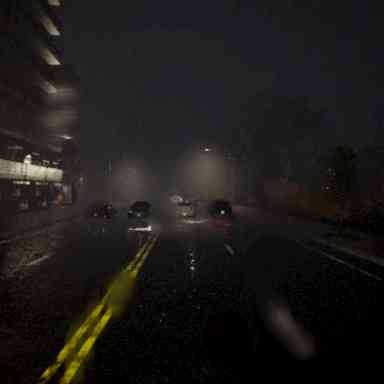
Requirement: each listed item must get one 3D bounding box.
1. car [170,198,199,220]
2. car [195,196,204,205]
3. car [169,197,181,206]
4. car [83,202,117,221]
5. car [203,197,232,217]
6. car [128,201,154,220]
[{"bbox_3d":[-0.705,1.468,27.667,1.812,1.442,4.674,0,0,-3],"label":"car"},{"bbox_3d":[1.064,1.392,47.306,1.837,1.490,4.892,0,0,-5],"label":"car"},{"bbox_3d":[-2.184,1.419,47.178,1.812,1.442,4.674,0,0,-5],"label":"car"},{"bbox_3d":[-7.345,1.514,26.971,1.994,1.385,4.181,0,0,-3],"label":"car"},{"bbox_3d":[2.413,1.437,30.011,1.837,1.490,4.892,0,0,-3],"label":"car"},{"bbox_3d":[-4.116,1.471,27.489,1.812,1.442,4.674,0,0,-3],"label":"car"}]
